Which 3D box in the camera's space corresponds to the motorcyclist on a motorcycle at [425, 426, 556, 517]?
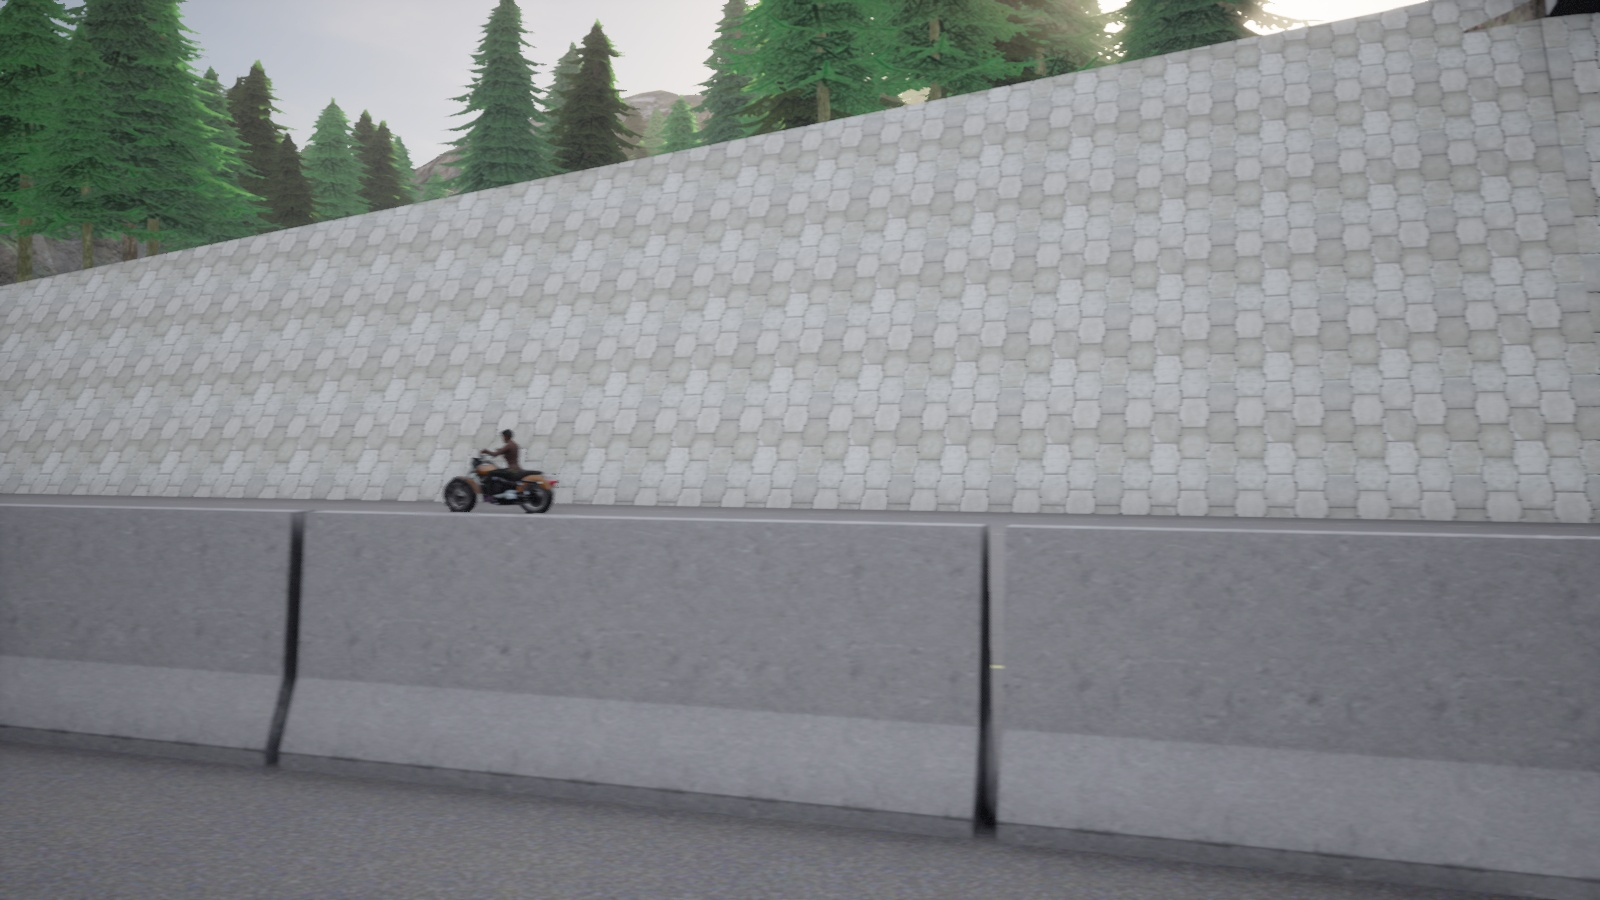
[{"bbox_3d":[-5.818,0.377,23.612,2.350,1.649,0.766,0,1,19],"label":"motorcyclist on a motorcycle"}]
